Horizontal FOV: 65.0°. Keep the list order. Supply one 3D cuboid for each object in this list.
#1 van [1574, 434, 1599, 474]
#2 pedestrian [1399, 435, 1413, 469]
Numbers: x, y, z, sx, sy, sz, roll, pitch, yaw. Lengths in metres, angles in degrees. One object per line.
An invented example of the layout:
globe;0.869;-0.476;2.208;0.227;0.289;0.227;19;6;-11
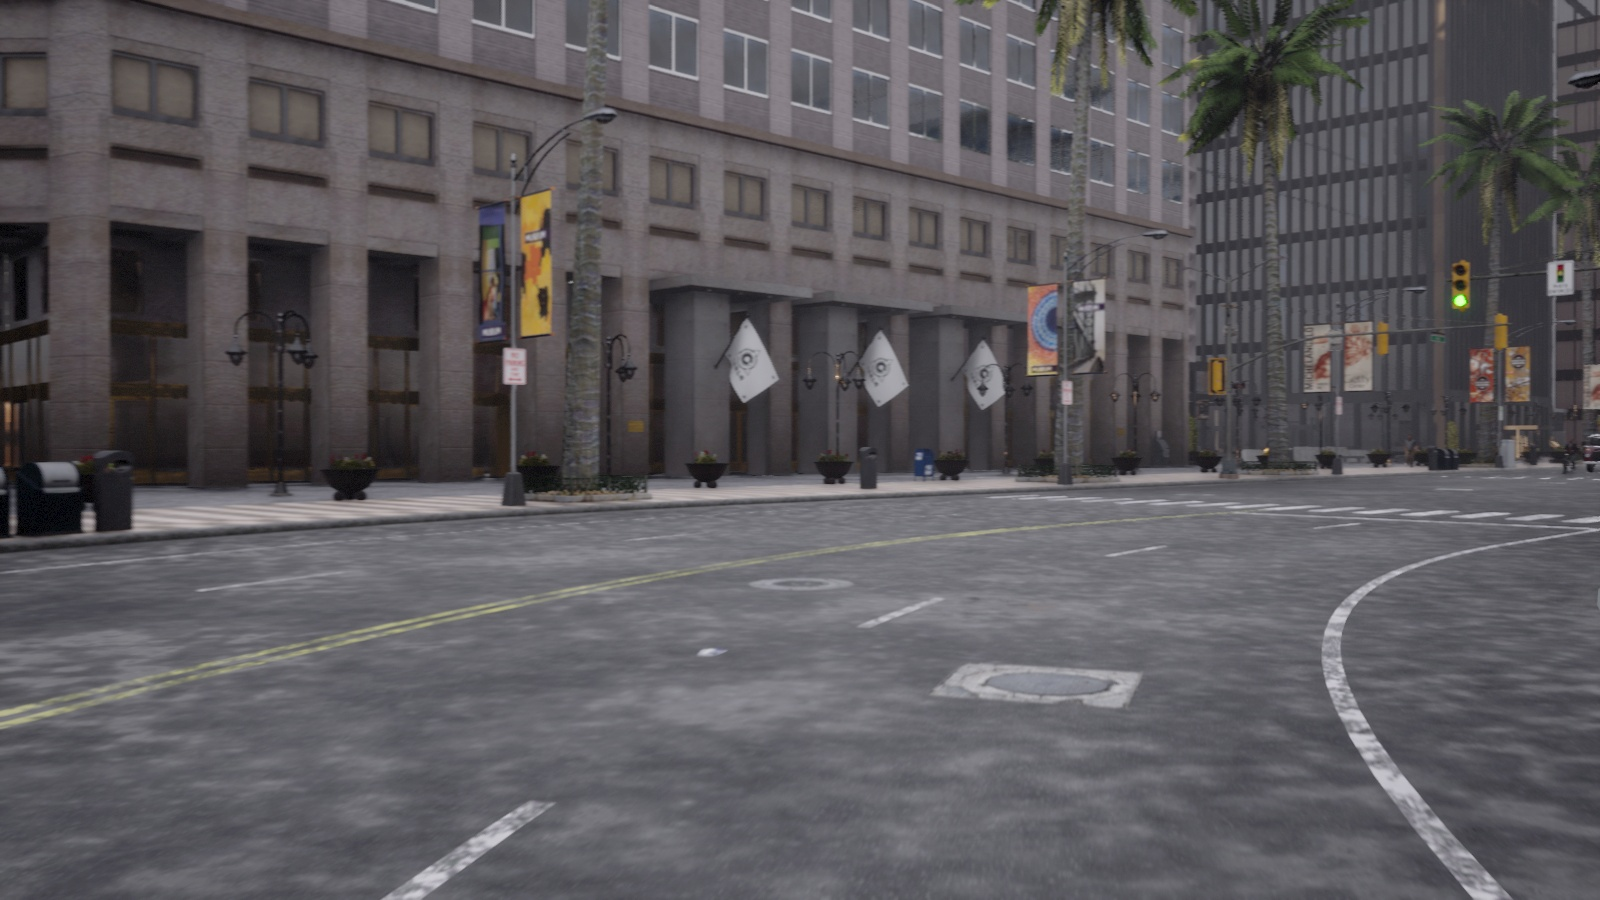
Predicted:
van;41.805;0.198;64.819;4.480;2.038;2.069;0;0;-43
pedestrian;32.811;0.092;67.941;0.540;1.848;0.694;0;0;38
